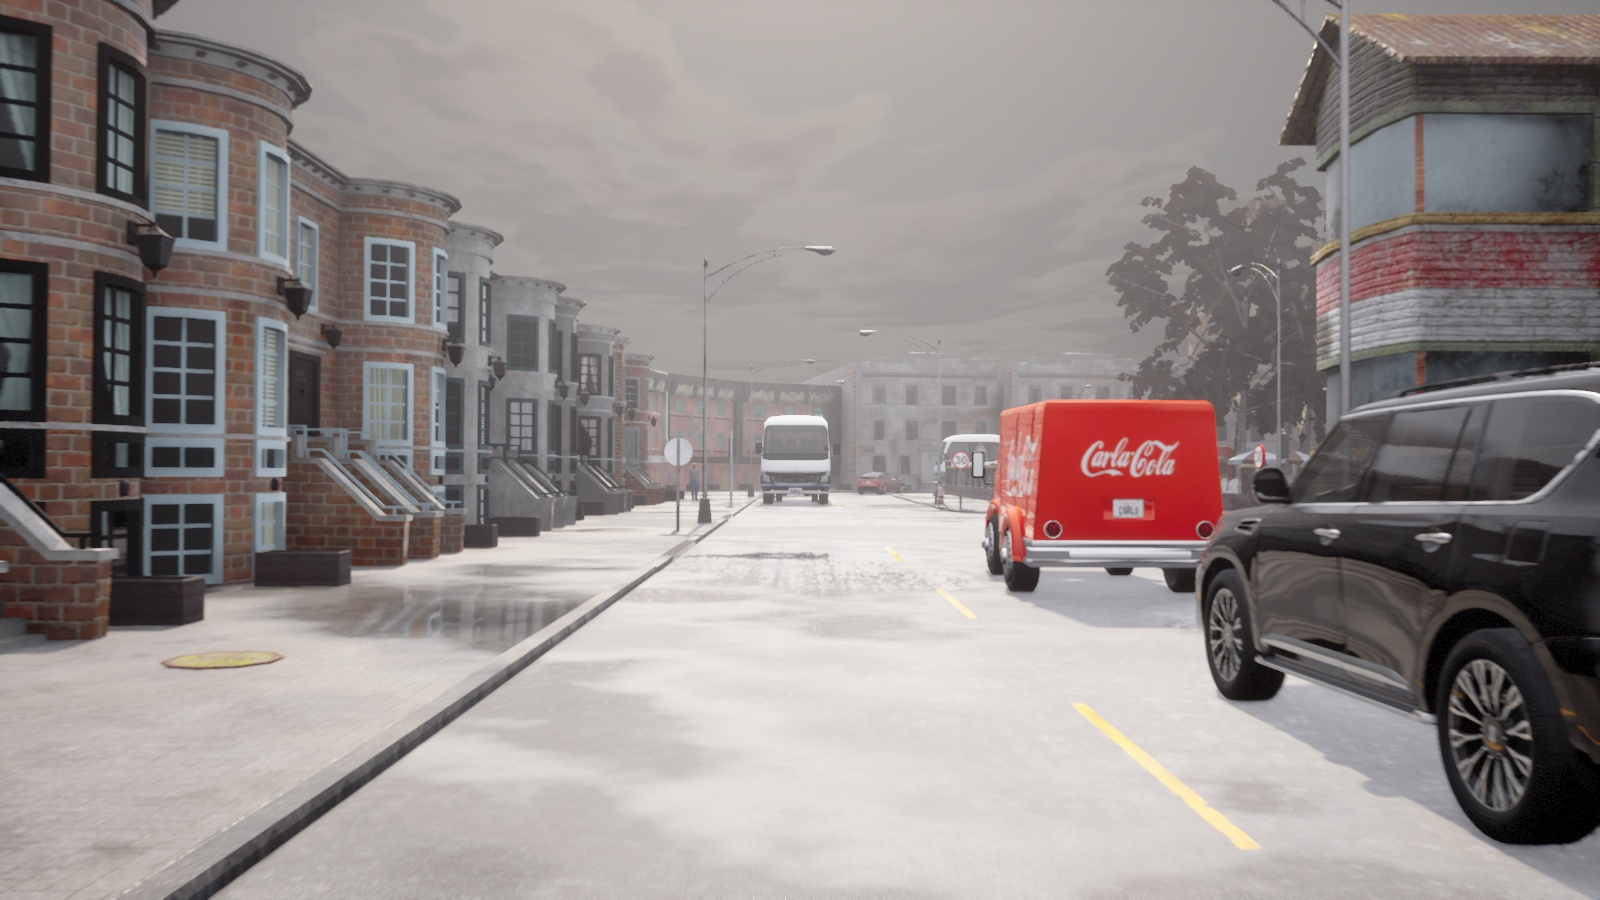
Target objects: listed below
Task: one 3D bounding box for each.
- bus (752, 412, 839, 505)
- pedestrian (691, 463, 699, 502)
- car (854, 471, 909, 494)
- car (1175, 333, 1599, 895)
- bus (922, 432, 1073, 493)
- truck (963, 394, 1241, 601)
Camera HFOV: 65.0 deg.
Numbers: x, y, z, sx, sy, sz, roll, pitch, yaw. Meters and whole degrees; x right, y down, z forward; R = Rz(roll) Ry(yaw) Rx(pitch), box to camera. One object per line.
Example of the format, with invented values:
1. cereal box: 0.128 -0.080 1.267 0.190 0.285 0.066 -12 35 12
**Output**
1. bus: -0.168 0.485 62.515 3.944 4.253 10.273 0 -1 0
2. pedestrian: -5.070 1.560 60.652 0.354 1.836 0.706 0 -1 -7
3. car: 5.529 2.155 84.470 2.007 1.525 4.514 -1 -1 28
4. car: 3.983 0.633 6.897 2.150 2.045 5.566 0 -1 0
5. bus: 14.199 0.906 91.062 10.273 4.253 3.944 0 -1 0
6. truck: 3.952 0.607 17.626 2.627 2.467 5.204 0 -1 0
